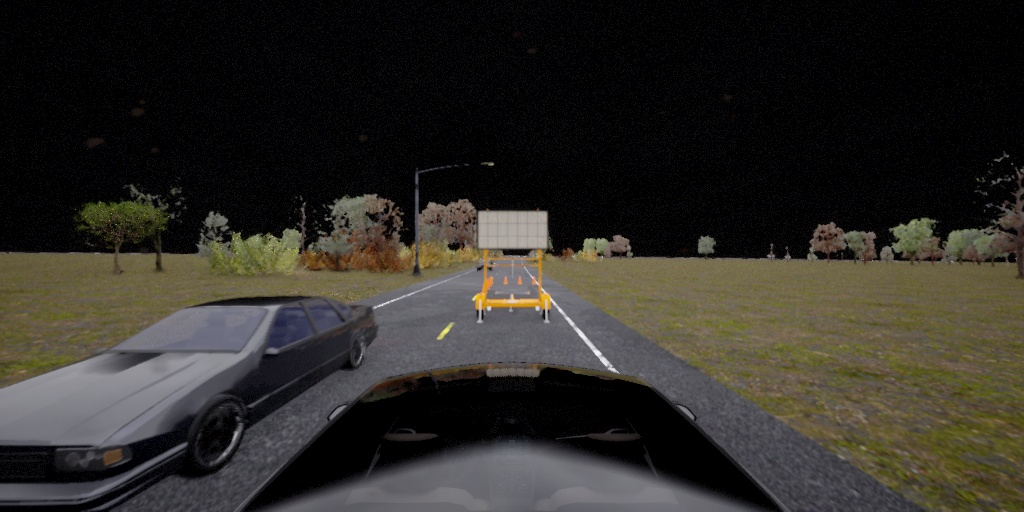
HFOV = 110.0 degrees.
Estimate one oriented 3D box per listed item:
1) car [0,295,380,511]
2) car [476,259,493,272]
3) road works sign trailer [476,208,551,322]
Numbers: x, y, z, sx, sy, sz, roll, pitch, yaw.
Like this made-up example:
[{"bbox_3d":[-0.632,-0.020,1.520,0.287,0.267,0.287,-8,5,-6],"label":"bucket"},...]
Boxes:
[{"bbox_3d":[-3.598,1.291,4.994,2.033,1.411,5.357,0,0,0],"label":"car"},{"bbox_3d":[-3.407,1.172,45.482,1.837,1.490,4.892,0,0,1],"label":"car"},{"bbox_3d":[0.025,0.193,12.102,2.380,3.560,2.880,0,0,-1],"label":"road works sign trailer"}]
